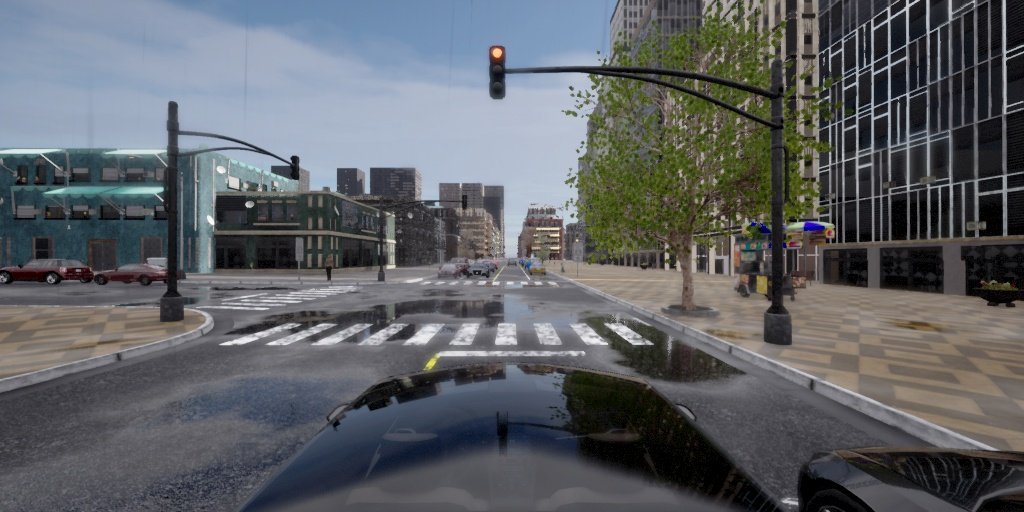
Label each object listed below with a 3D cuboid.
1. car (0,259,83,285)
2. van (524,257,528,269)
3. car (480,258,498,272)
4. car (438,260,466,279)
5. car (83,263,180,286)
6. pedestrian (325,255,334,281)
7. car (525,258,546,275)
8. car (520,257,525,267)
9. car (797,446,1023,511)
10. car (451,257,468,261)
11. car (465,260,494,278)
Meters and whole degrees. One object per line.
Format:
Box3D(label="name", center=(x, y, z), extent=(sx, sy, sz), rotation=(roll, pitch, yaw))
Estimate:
Box3D(label="car", center=(-28.360, 0.879, 21.800), extent=(4.097, 1.591, 1.967), rotation=(0, 0, -1))
Box3D(label="van", center=(2.709, 1.094, 44.057), extent=(1.690, 1.789, 3.998), rotation=(0, 0, 0))
Box3D(label="car", center=(-3.081, 1.317, 43.828), extent=(1.994, 1.385, 4.181), rotation=(0, 0, 0))
Box3D(label="car", center=(-5.676, 1.334, 32.956), extent=(1.802, 1.307, 4.207), rotation=(0, 0, 0))
Box3D(label="car", center=(-22.812, 1.089, 21.876), extent=(4.207, 1.307, 1.802), rotation=(0, 0, -1))
Box3D(label="pedestrian", center=(-12.739, 0.788, 24.963), extent=(0.375, 1.860, 0.375), rotation=(0, -1, -1))
Box3D(label="car", center=(2.706, 1.278, 38.676), extent=(1.751, 1.417, 4.829), rotation=(0, 0, 0))
Box3D(label="car", center=(2.713, 1.305, 55.159), extent=(2.007, 1.370, 4.403), rotation=(0, 0, 0))
Box3D(label="car", center=(2.691, 1.316, 0.476), extent=(1.948, 1.339, 4.313), rotation=(0, 0, 0))
Box3D(label="car", center=(-5.674, 1.067, 38.507), extent=(2.192, 1.841, 5.009), rotation=(0, 0, 0))
Box3D(label="car", center=(-3.085, 1.316, 33.779), extent=(1.994, 1.385, 4.181), rotation=(0, 0, 0))
